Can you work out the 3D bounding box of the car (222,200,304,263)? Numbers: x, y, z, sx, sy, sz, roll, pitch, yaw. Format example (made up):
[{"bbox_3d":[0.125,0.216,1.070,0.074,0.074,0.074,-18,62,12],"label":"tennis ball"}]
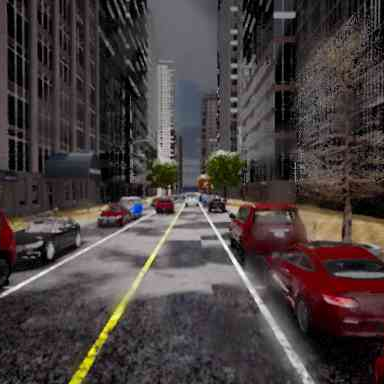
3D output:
[{"bbox_3d":[2.523,1.311,11.982,2.192,1.841,5.009,-1,0,0],"label":"car"}]

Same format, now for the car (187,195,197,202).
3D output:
[{"bbox_3d":[0.026,1.442,71.231,2.033,1.411,5.357,0,0,0],"label":"car"}]

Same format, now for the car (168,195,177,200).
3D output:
[{"bbox_3d":[-5.293,1.547,91.036,2.008,1.369,4.403,-1,0,0],"label":"car"}]

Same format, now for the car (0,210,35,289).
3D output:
[{"bbox_3d":[-5.326,1.313,6.307,2.192,1.841,5.009,-1,0,0],"label":"car"}]

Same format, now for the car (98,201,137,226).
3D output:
[{"bbox_3d":[-5.317,1.575,23.253,1.802,1.307,4.206,-1,0,0],"label":"car"}]

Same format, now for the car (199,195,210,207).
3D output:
[{"bbox_3d":[2.573,1.541,51.524,2.008,1.369,4.403,-1,0,0],"label":"car"}]

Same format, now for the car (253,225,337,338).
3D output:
[{"bbox_3d":[2.525,1.580,6.334,1.802,1.307,4.206,-1,0,0],"label":"car"}]

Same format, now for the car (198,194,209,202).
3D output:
[{"bbox_3d":[2.577,1.308,74.118,2.192,1.841,5.009,-1,0,0],"label":"car"}]

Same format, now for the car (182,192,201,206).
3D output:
[{"bbox_3d":[0.025,1.212,53.864,2.150,2.045,5.566,0,0,1],"label":"car"}]

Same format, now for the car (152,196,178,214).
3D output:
[{"bbox_3d":[-2.833,1.469,35.950,1.882,1.535,5.008,0,0,0],"label":"car"}]

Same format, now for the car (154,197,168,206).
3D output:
[{"bbox_3d":[-5.308,1.535,57.145,1.887,1.381,4.507,-1,0,0],"label":"car"}]

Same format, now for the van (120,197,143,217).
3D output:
[{"bbox_3d":[-5.318,1.333,28.901,1.690,1.788,3.998,-1,0,0],"label":"van"}]

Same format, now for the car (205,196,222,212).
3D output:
[{"bbox_3d":[2.764,1.497,37.910,1.837,1.490,4.892,0,0,0],"label":"car"}]

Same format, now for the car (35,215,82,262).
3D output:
[{"bbox_3d":[-5.321,1.546,11.956,2.008,1.369,4.403,-1,0,0],"label":"car"}]

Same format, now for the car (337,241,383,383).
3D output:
[{"bbox_3d":[2.519,1.315,0.685,2.192,1.841,5.009,-1,0,0],"label":"car"}]

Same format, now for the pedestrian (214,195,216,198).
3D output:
[{"bbox_3d":[2.765,1.285,40.844,0.375,1.860,0.375,-1,1,0],"label":"pedestrian"}]

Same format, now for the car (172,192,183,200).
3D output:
[{"bbox_3d":[-2.723,1.062,76.657,2.150,2.045,5.566,0,0,0],"label":"car"}]
